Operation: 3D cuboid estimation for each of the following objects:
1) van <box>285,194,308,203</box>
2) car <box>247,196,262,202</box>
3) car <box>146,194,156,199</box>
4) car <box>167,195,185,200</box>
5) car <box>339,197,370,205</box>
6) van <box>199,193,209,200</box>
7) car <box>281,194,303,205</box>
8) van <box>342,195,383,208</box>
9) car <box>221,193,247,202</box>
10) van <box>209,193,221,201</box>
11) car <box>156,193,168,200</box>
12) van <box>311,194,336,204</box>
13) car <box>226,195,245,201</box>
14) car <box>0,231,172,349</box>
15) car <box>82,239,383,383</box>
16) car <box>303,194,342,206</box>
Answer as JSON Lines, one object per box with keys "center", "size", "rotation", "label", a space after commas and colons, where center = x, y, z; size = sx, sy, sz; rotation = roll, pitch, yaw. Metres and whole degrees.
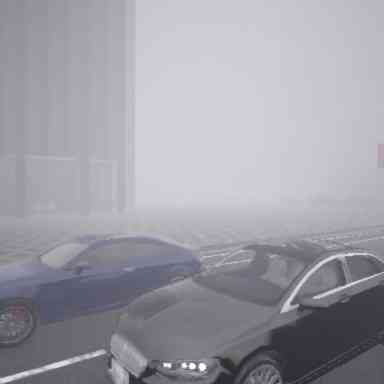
{"center": [20.021, 1.220, 63.731], "size": [1.690, 1.788, 3.998], "rotation": [0, 0, -36], "label": "van"}
{"center": [13.422, 1.460, 72.972], "size": [1.802, 1.307, 4.206], "rotation": [0, 0, -36], "label": "car"}
{"center": [-9.911, 1.396, 90.982], "size": [1.752, 1.417, 4.829], "rotation": [0, 0, -36], "label": "car"}
{"center": [-3.412, 1.421, 81.879], "size": [2.008, 1.369, 4.403], "rotation": [0, 0, -36], "label": "car"}
{"center": [26.619, 1.467, 54.490], "size": [1.802, 1.307, 4.206], "rotation": [0, 0, -36], "label": "car"}
{"center": [3.525, 1.219, 86.835], "size": [1.690, 1.788, 3.998], "rotation": [0, 0, -36], "label": "van"}
{"center": [16.382, 1.456, 54.156], "size": [1.802, 1.307, 4.206], "rotation": [0, 0, -36], "label": "car"}
{"center": [22.981, 1.222, 44.915], "size": [1.690, 1.788, 3.998], "rotation": [0, 0, -36], "label": "van"}
{"center": [8.723, 1.418, 69.638], "size": [1.994, 1.385, 4.181], "rotation": [0, 0, -36], "label": "car"}
{"center": [6.824, 1.219, 82.214], "size": [1.690, 1.788, 3.998], "rotation": [0, 0, -36], "label": "van"}
{"center": [-6.710, 1.311, 86.500], "size": [1.967, 1.590, 4.097], "rotation": [0, 0, -36], "label": "car"}
{"center": [23.320, 1.223, 59.111], "size": [1.690, 1.788, 3.998], "rotation": [0, 0, -36], "label": "van"}
{"center": [10.123, 1.460, 77.593], "size": [1.802, 1.307, 4.206], "rotation": [0, 0, -36], "label": "car"}
{"center": [-1.823, 1.521, 6.379], "size": [4.674, 1.442, 1.812], "rotation": [0, 0, -36], "label": "car"}
{"center": [1.304, 1.484, 4.617], "size": [4.902, 1.511, 2.128], "rotation": [0, 0, -36], "label": "car"}
{"center": [19.682, 1.192, 49.535], "size": [2.192, 1.841, 5.009], "rotation": [0, 0, -36], "label": "car"}
